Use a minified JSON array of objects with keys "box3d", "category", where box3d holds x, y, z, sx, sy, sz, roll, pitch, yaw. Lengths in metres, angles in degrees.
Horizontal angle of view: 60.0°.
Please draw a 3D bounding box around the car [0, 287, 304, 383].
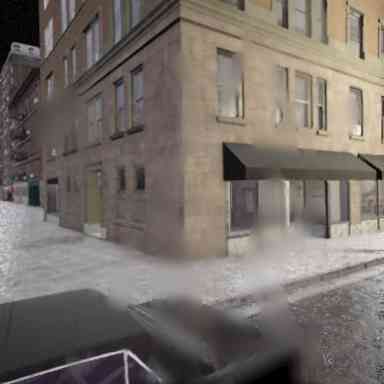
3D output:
[{"box3d":[-1.410,1.598,2.368,4.718,1.301,1.895,-1,1,-35],"category":"car"}]
